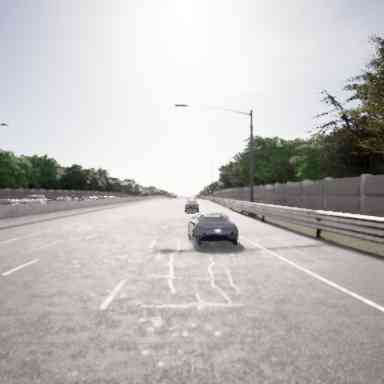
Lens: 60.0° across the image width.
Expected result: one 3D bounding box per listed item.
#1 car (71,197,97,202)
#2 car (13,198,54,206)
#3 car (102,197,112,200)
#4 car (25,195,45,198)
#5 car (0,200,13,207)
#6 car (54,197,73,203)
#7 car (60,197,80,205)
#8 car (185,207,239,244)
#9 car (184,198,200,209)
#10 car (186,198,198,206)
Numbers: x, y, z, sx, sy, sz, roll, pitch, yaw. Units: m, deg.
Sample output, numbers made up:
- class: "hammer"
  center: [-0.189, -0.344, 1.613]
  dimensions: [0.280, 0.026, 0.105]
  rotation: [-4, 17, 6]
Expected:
- class: "car"
  center: [-17.536, 1.846, 54.087]
  dimensions: [1.895, 1.301, 4.718]
  rotation: [0, 0, 1]
- class: "car"
  center: [-17.573, 1.706, 37.111]
  dimensions: [1.812, 1.442, 4.674]
  rotation: [0, 0, 0]
- class: "car"
  center: [-17.497, 1.820, 68.964]
  dimensions: [1.812, 1.442, 4.674]
  rotation: [0, 0, 0]
- class: "car"
  center: [-24.540, 1.472, 51.381]
  dimensions: [2.150, 2.045, 5.566]
  rotation: [0, 0, 1]
- class: "car"
  center: [-21.070, 1.696, 37.398]
  dimensions: [1.837, 1.490, 4.892]
  rotation: [0, -1, 0]
- class: "car"
  center: [-21.036, 1.757, 54.078]
  dimensions: [1.837, 1.490, 4.892]
  rotation: [0, 0, 1]
- class: "car"
  center: [-24.497, 1.832, 66.933]
  dimensions: [2.128, 1.511, 4.902]
  rotation: [0, 0, 0]
- class: "car"
  center: [0.934, 1.619, 16.074]
  dimensions: [1.994, 1.385, 4.181]
  rotation: [0, 0, -5]
- class: "car"
  center: [0.008, 1.707, 42.472]
  dimensions: [2.033, 1.411, 5.357]
  rotation: [0, 0, 0]
- class: "car"
  center: [0.002, 1.798, 61.876]
  dimensions: [1.994, 1.385, 4.181]
  rotation: [0, 0, 0]
